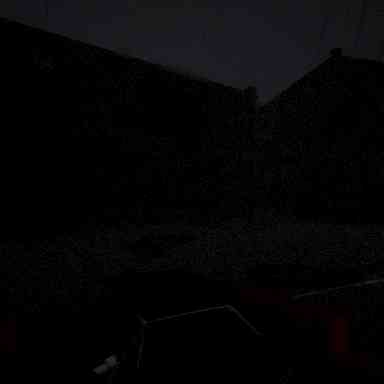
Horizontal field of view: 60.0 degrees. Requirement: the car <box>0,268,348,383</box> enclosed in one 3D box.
[{"bbox_3d":[-0.632,1.591,3.287,4.718,1.301,1.895,0,0,-33],"label":"car"}]
